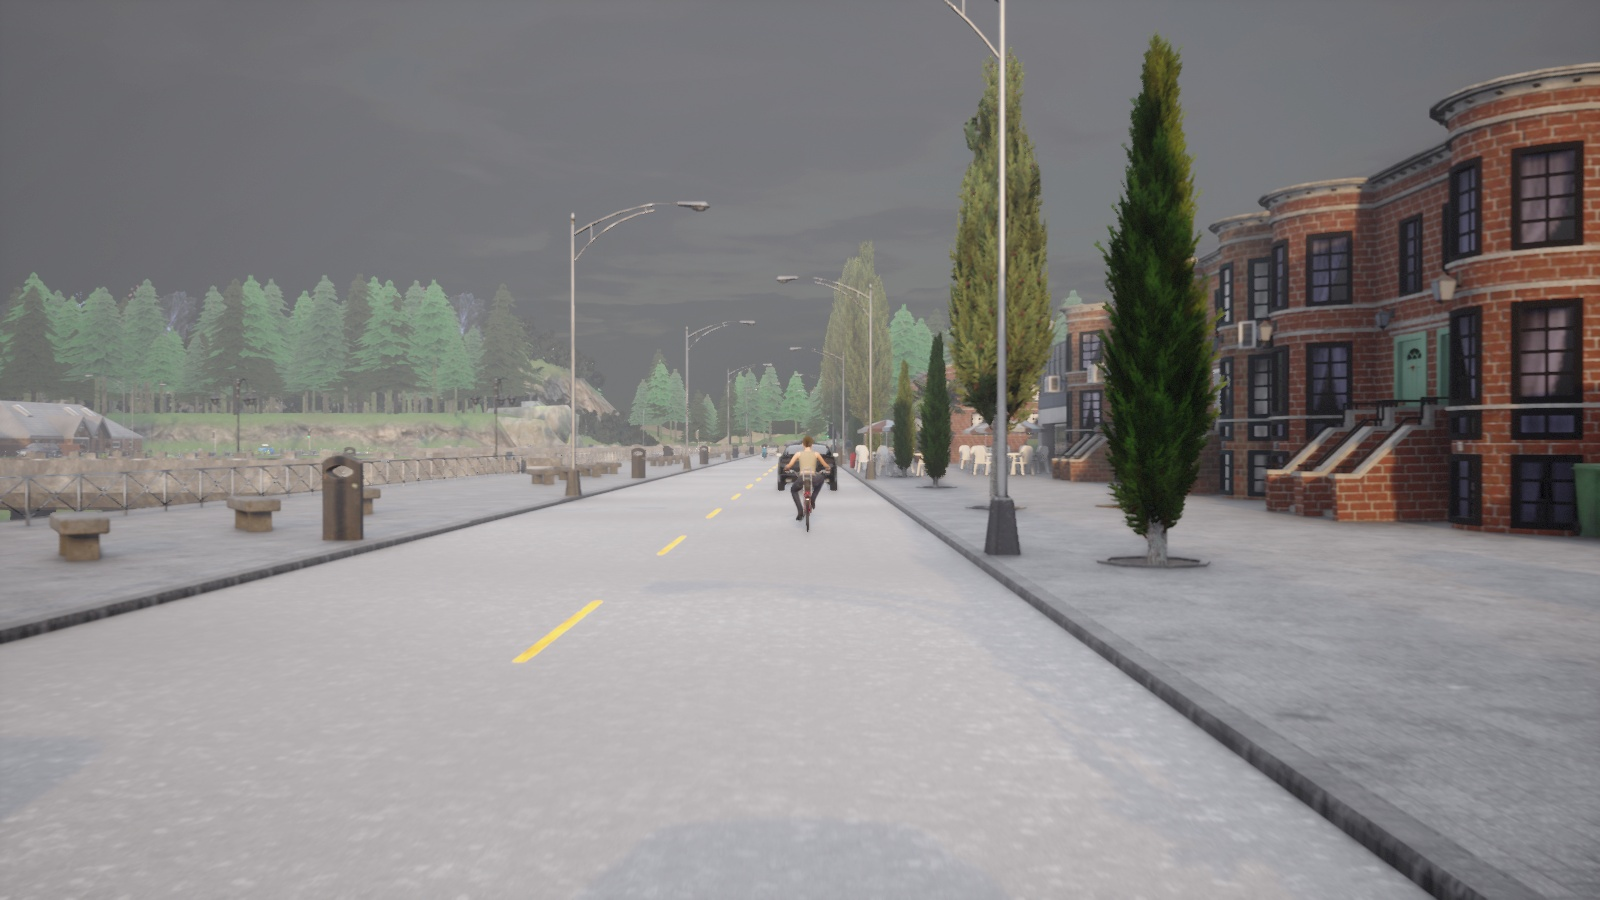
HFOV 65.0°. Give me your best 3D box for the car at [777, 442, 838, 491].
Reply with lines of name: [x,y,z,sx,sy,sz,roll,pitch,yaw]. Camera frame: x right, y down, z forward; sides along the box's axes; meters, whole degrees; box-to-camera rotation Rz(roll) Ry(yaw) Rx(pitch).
car: [0.243,0.492,41.163,1.882,1.535,5.008,0,0,0]

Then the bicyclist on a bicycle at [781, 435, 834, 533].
bicyclist on a bicycle: [0.131,0.561,21.599,0.866,1.612,1.509,0,0,0]
